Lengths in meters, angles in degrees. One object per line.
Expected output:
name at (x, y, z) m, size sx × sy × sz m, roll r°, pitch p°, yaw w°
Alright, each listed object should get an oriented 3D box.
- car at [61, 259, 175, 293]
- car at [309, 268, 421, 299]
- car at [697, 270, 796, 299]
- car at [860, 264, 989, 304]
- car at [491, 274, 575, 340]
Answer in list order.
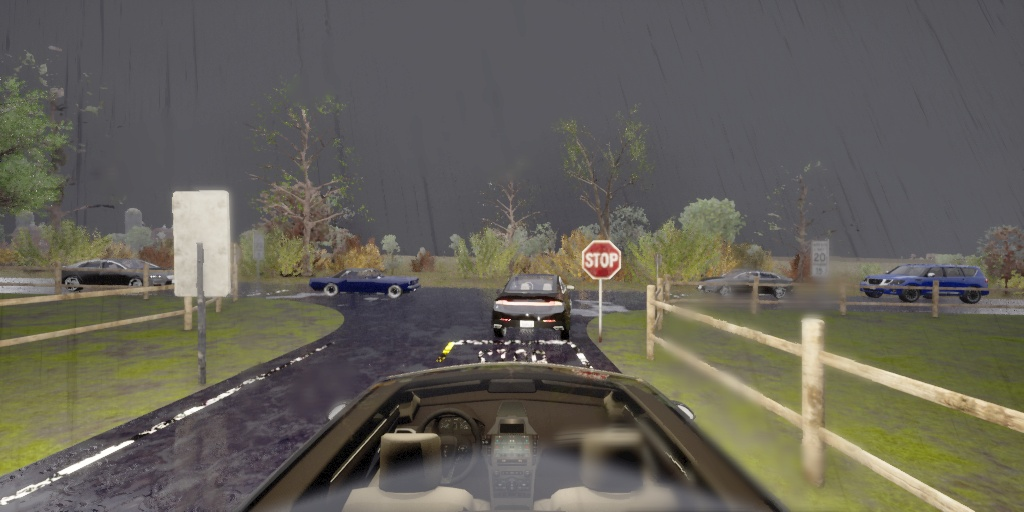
car at (-18.493, 0.885, 17.101) m, size 4.902 × 1.511 × 2.128 m, roll 1°, pitch 1°, yaw 0°
car at (-6.825, 1.248, 17.087) m, size 4.718 × 1.301 × 1.895 m, roll 1°, pitch 1°, yaw 0°
car at (13.000, 1.525, 20.017) m, size 4.902 × 1.511 × 2.128 m, roll 1°, pitch 1°, yaw 0°
car at (22.896, 1.466, 20.008) m, size 5.566 × 2.045 × 2.150 m, roll 1°, pitch 1°, yaw 0°
car at (0.705, 1.240, 10.057) m, size 2.128 × 1.511 × 4.902 m, roll 0°, pitch 0°, yaw 9°
